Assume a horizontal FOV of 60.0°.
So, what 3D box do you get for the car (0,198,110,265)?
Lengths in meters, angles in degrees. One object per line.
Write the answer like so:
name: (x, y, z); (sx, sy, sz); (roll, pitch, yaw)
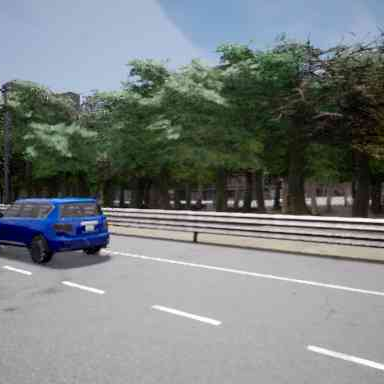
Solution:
car: (-5.395, 1.237, 12.023); (5.566, 2.045, 2.150); (0, 0, 36)
